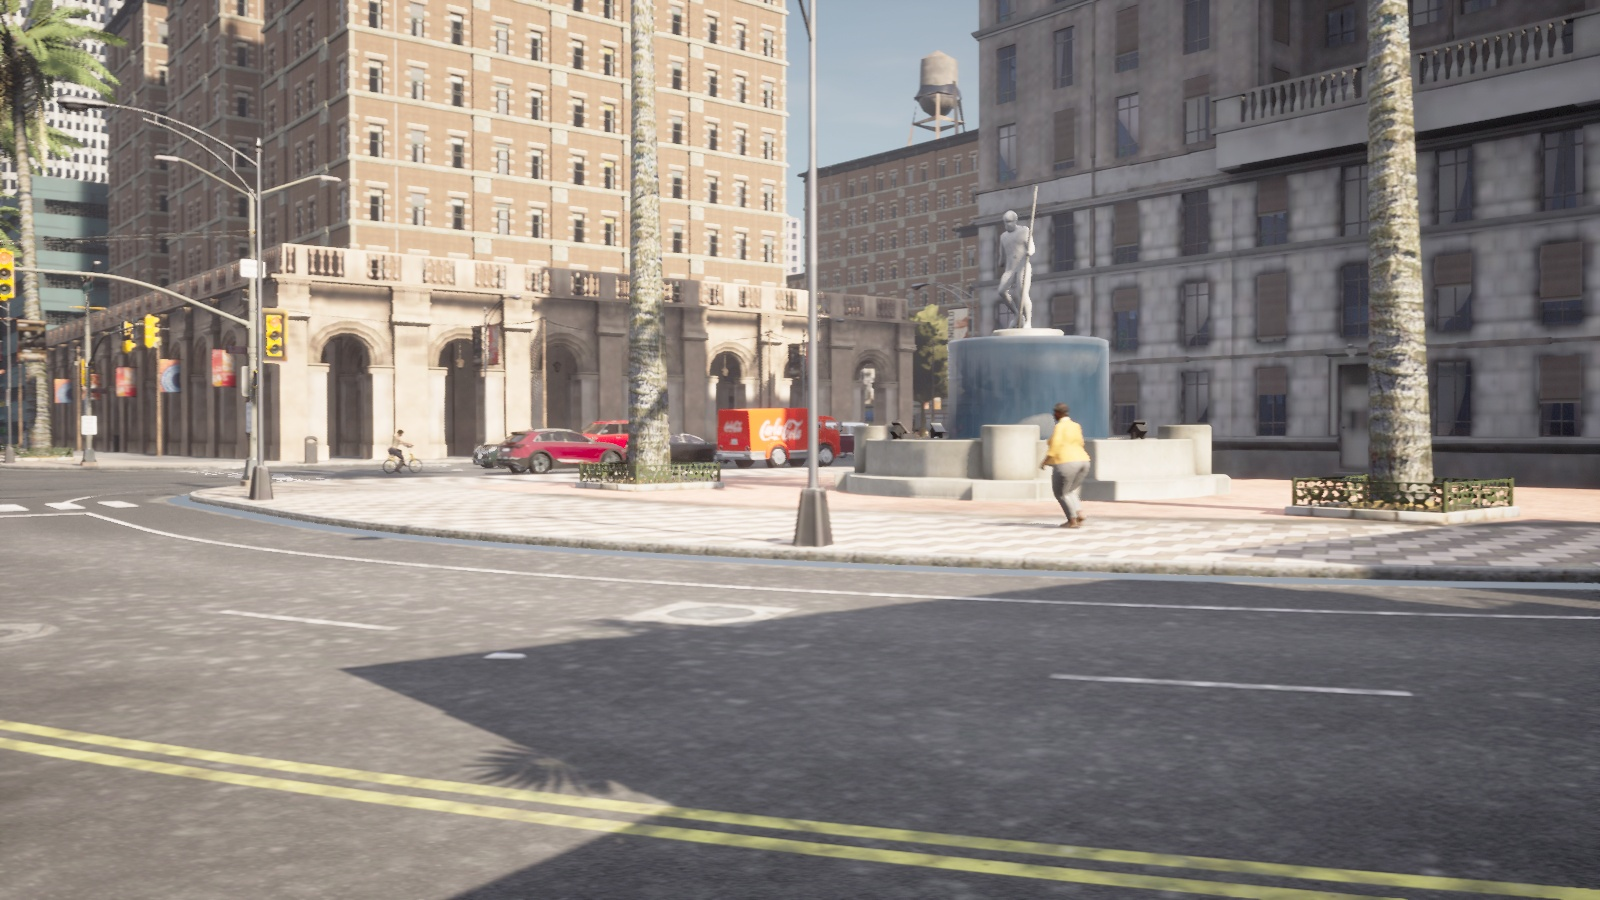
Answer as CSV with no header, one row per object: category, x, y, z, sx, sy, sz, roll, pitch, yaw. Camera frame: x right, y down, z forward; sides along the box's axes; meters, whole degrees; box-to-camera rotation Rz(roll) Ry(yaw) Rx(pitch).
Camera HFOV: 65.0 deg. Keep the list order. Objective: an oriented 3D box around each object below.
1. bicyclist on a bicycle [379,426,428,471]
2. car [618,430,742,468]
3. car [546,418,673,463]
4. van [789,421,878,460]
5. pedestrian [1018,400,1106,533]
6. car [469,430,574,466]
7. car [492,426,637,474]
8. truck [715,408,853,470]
bicyclist on a bicycle,-14.479,-0.059,45.864,1.509,1.612,0.866,0,1,-39
car,-5.061,-0.079,53.277,4.902,1.511,2.128,-1,1,-39
car,-8.941,-0.453,59.116,5.566,2.045,2.150,0,1,-38
van,1.833,-0.499,67.891,4.480,2.038,2.069,1,1,-39
pedestrian,3.778,0.221,18.099,0.900,1.855,0.874,1,1,43
car,-11.655,-0.099,52.558,3.806,1.475,1.970,0,1,-38
car,-8.611,-0.036,46.103,4.856,1.649,2.033,-1,1,-38
truck,-0.634,-0.513,52.355,5.204,2.467,2.627,-2,2,-39
